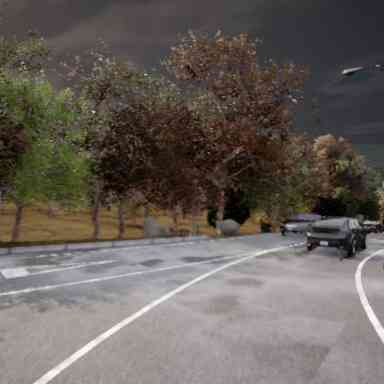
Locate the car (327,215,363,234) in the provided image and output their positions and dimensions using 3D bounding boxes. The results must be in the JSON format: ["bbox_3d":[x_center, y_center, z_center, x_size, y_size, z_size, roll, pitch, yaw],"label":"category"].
[{"bbox_3d":[13.874,2.957,29.953,1.812,1.442,4.674,0,-5,39],"label":"car"}]

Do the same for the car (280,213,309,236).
[{"bbox_3d":[7.626,2.191,22.438,2.128,1.511,4.902,0,-3,40],"label":"car"}]

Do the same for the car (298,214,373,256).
[{"bbox_3d":[6.676,1.891,15.133,1.837,1.490,4.892,0,-3,37],"label":"car"}]

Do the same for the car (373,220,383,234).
[{"bbox_3d":[20.222,3.920,37.596,1.812,1.442,4.674,0,-6,40],"label":"car"}]
